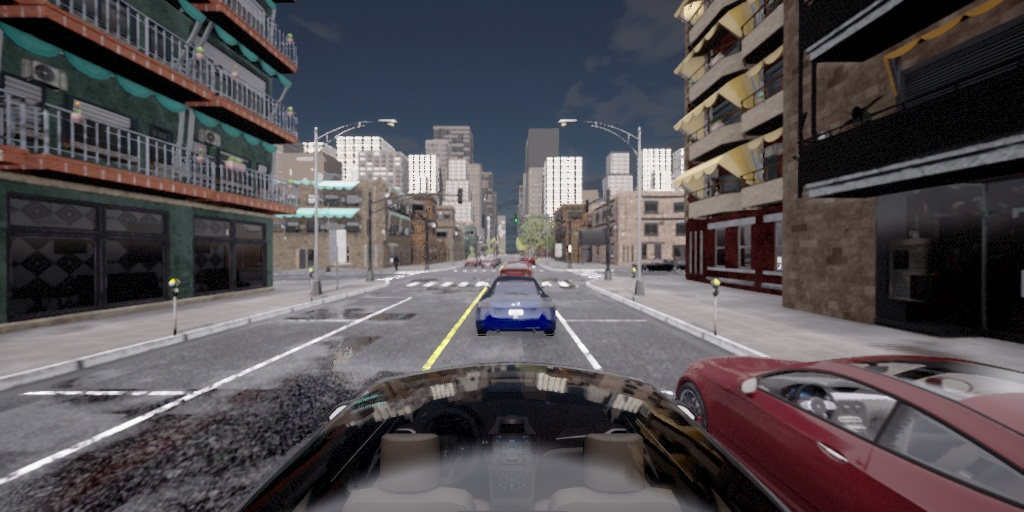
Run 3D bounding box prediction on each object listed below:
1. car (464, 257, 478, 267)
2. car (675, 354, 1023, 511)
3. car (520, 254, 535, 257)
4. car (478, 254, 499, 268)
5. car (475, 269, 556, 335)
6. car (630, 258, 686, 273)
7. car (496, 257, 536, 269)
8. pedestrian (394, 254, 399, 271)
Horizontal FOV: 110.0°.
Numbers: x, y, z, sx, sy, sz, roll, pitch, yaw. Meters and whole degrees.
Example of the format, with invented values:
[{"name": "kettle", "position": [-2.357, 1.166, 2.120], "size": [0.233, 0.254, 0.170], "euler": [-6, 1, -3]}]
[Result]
[{"name": "car", "position": [-5.791, 0.859, 51.623], "size": [1.888, 1.381, 4.507], "euler": [0, 0, 0]}, {"name": "car", "position": [2.690, 1.326, 2.398], "size": [1.802, 1.307, 4.207], "euler": [0, 0, 0]}, {"name": "car", "position": [2.676, 0.584, 57.147], "size": [2.192, 1.841, 5.009], "euler": [0, 0, 0]}, {"name": "car", "position": [-3.098, 0.868, 48.103], "size": [1.812, 1.442, 4.674], "euler": [0, 0, 0]}, {"name": "car", "position": [0.095, 1.237, 10.188], "size": [1.994, 1.385, 4.181], "euler": [0, 1, 0]}, {"name": "car", "position": [13.553, 0.897, 33.353], "size": [4.718, 1.301, 1.895], "euler": [-1, 0, 0]}, {"name": "car", "position": [0.412, 1.043, 22.156], "size": [1.882, 1.535, 5.008], "euler": [0, 1, 6]}, {"name": "pedestrian", "position": [-12.521, 0.705, 38.872], "size": [0.375, 1.860, 0.375], "euler": [0, 1, 0]}]
